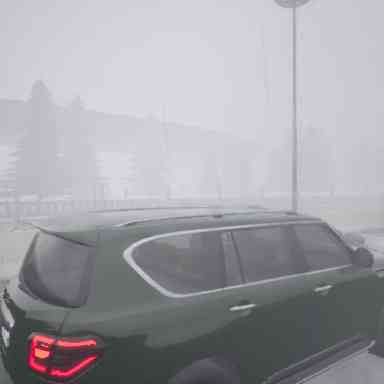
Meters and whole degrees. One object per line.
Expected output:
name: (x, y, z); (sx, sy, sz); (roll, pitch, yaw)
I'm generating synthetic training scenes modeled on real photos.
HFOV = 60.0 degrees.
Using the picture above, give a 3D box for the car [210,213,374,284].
car: (3.304, 1.511, 10.406); (5.357, 1.411, 2.033); (0, 0, -35)

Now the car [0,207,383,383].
car: (0.682, 1.211, 4.250); (5.566, 2.045, 2.150); (-1, 0, -35)

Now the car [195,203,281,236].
car: (2.682, 1.449, 18.793); (4.892, 1.490, 1.837); (-1, 0, -35)
